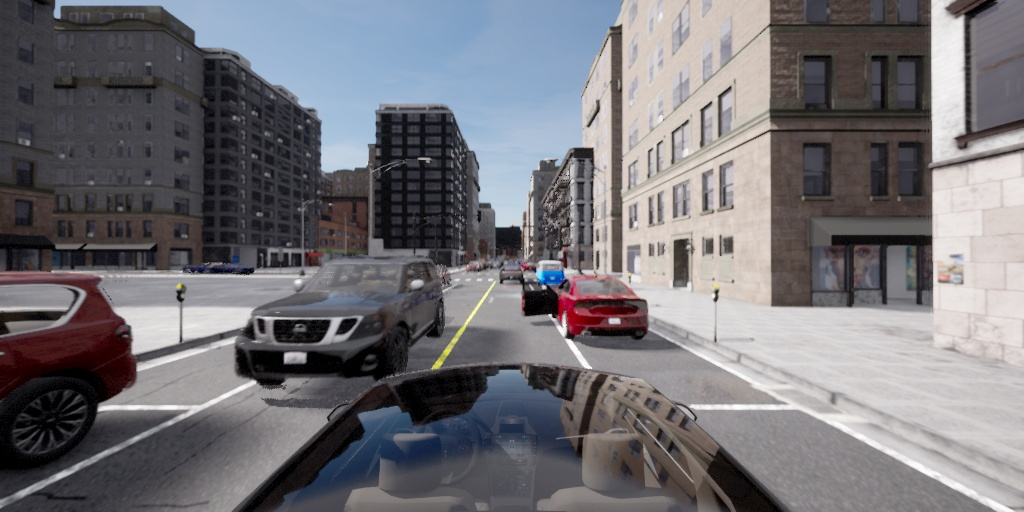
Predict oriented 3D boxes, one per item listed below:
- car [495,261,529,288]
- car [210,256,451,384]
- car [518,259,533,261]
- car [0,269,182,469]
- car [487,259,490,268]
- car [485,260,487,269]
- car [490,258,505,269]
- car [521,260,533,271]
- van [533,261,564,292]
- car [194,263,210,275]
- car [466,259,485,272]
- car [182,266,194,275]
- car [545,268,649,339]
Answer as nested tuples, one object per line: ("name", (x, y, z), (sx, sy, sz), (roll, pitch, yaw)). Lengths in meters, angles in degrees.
("car", (-0.041, 1.408, 28.837), (2.128, 1.511, 4.902), (0, 0, 0))
("car", (-2.858, 1.008, 7.484), (2.150, 2.045, 5.566), (0, 0, 0))
("car", (2.551, 1.401, 57.140), (2.192, 1.841, 5.009), (0, 0, 0))
("car", (-5.388, 1.067, 2.119), (2.192, 1.841, 5.009), (0, 0, 0))
("car", (-5.483, 1.433, 62.537), (2.192, 1.841, 5.009), (0, 0, 0))
("car", (-5.474, 1.611, 56.958), (1.751, 1.417, 4.829), (0, 0, 0))
("car", (-2.899, 1.622, 64.750), (2.128, 1.511, 4.902), (0, 0, 0))
("car", (2.559, 1.599, 51.731), (1.888, 1.381, 4.507), (0, 0, 0))
("van", (2.602, 1.233, 24.851), (1.690, 1.789, 3.998), (0, 0, 0))
("car", (-29.423, 1.413, 37.032), (4.718, 1.301, 1.895), (0, 0, 0))
("car", (-5.466, 1.494, 51.718), (1.967, 1.591, 4.097), (0, 0, 0))
("car", (-33.841, 1.406, 39.981), (4.718, 1.301, 1.895), (0, 0, 0))
("car", (2.223, 1.281, 10.254), (1.882, 1.535, 5.008), (0, 0, 0))
